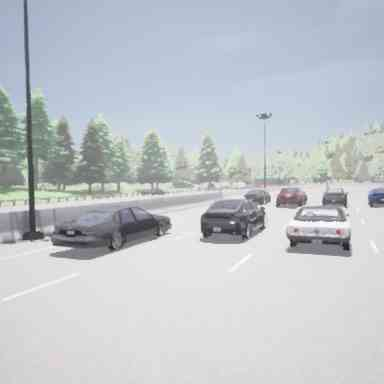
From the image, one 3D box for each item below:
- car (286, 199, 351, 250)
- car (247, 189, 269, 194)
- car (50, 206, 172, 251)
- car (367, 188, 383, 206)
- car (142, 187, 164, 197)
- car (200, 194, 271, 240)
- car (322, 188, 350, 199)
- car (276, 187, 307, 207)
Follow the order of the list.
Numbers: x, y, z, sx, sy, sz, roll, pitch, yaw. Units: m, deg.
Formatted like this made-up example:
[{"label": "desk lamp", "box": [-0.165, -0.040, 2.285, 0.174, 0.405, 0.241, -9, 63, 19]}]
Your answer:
[{"label": "car", "box": [4.767, 1.157, 12.214, 1.895, 1.301, 4.718, 0, 2, 25]}, {"label": "car", "box": [6.321, 0.476, 32.201, 1.812, 1.442, 4.674, 0, 2, 26]}, {"label": "car", "box": [-2.734, 1.233, 12.641, 2.033, 1.411, 5.357, 0, 2, 25]}, {"label": "car", "box": [16.098, 0.357, 28.263, 1.882, 1.535, 5.008, 0, 2, 26]}, {"label": "car", "box": [-6.264, -0.071, 53.616, 1.994, 1.385, 4.181, 0, 2, 30]}, {"label": "car", "box": [1.932, 1.051, 14.432, 1.837, 1.490, 4.892, 0, 2, 25]}, {"label": "car", "box": [12.210, 0.444, 28.279, 2.128, 1.511, 4.902, 0, 2, 26]}, {"label": "car", "box": [8.913, 0.331, 29.487, 2.097, 1.767, 4.553, 0, 2, 26]}]
